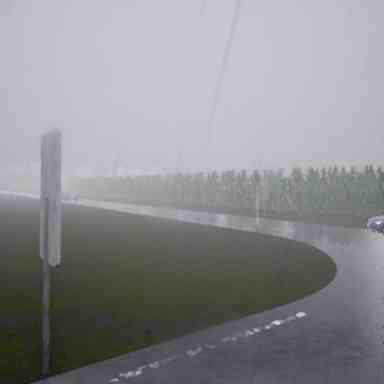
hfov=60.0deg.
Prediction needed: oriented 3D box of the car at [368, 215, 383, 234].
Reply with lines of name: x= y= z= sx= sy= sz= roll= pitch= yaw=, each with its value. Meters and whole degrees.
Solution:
car: x=11.029 y=1.451 z=15.863 sx=4.674 sy=1.442 sz=1.812 roll=1 pitch=2 yaw=19

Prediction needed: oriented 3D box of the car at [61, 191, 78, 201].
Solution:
car: x=-18.661 y=0.578 z=50.003 sx=2.128 sy=1.511 sz=4.902 roll=1 pitch=1 yaw=-36
